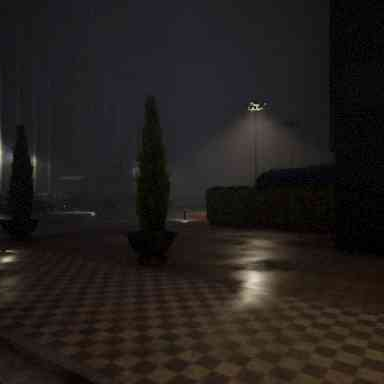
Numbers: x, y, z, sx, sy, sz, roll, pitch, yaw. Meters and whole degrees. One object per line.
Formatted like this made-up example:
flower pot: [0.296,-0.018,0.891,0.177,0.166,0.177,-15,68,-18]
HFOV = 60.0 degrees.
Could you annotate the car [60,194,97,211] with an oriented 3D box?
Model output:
car: [-14.055,1.218,41.046,2.150,2.045,5.566,0,0,35]

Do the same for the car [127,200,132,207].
car: [-8.062,1.488,49.628,2.128,1.511,4.902,0,0,35]

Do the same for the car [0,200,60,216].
car: [-15.842,1.502,32.344,1.837,1.490,4.892,0,0,35]

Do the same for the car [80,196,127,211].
car: [-10.511,1.502,40.004,1.837,1.490,4.892,0,0,35]
